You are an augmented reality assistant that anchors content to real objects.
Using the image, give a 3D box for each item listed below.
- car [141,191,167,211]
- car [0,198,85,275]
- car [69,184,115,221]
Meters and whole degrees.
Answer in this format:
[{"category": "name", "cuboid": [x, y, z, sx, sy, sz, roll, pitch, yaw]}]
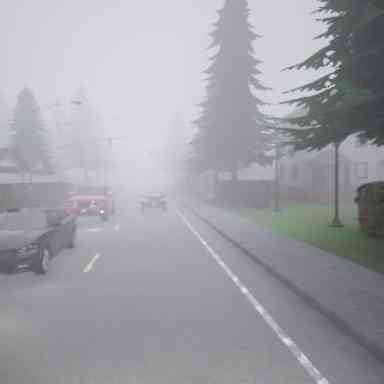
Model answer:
[{"category": "car", "cuboid": [-2.902, 0.613, 25.296, 1.812, 1.442, 4.674, -1, 2, -7]}, {"category": "car", "cuboid": [-4.678, 1.184, 9.617, 1.882, 1.535, 5.008, -1, 2, -7]}, {"category": "car", "cuboid": [-5.969, 0.536, 20.105, 2.150, 2.045, 5.566, -1, 2, -6]}]
